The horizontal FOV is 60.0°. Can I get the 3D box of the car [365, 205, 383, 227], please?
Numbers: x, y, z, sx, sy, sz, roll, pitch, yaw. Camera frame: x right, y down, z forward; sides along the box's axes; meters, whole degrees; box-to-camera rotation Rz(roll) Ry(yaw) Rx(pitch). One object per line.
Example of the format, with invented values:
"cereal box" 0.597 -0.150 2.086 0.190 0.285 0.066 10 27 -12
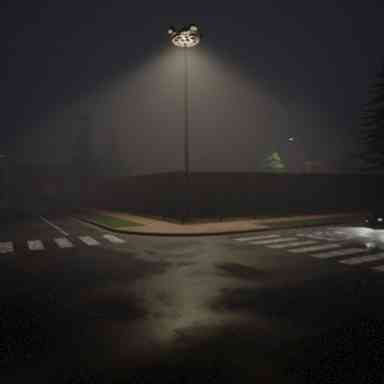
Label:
"car" 11.637 1.246 18.523 4.181 1.385 1.994 -1 1 -29
